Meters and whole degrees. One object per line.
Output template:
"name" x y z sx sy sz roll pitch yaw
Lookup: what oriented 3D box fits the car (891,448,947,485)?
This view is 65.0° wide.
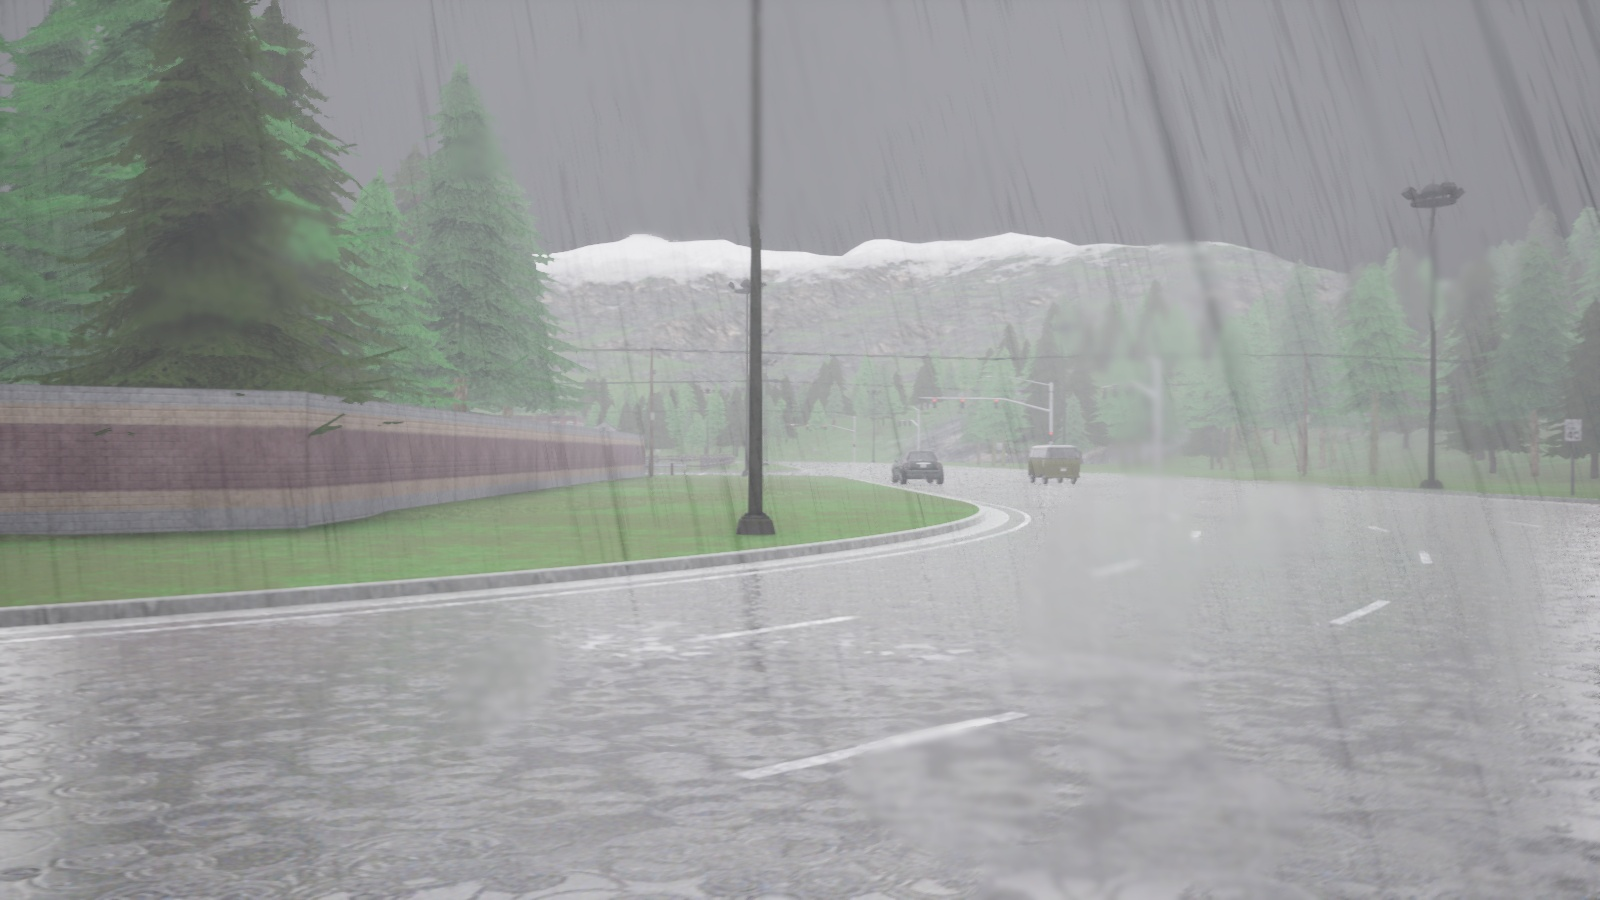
"car" 5.934 0.793 63.178 2.097 1.767 4.553 0 0 -3

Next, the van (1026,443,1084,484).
"van" 12.909 0.671 63.825 1.775 1.987 4.442 0 0 -3
